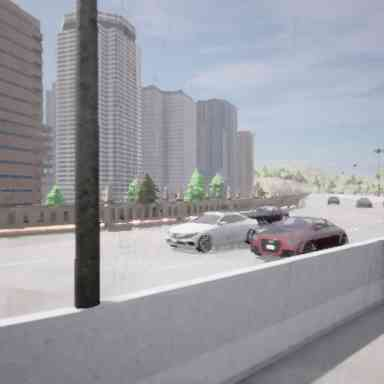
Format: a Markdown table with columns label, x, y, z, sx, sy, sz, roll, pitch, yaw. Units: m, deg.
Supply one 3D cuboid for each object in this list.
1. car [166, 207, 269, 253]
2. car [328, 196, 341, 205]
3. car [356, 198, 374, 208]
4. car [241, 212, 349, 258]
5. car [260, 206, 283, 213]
| label | x | y | z | sx | sy | sz | roll | pitch | yaw |
| --- | --- | --- | --- | --- | --- | --- | --- | --- | --- |
| car | 1.047 | 1.561 | 14.115 | 4.674 | 1.442 | 1.812 | 0 | 0 | -42 |
| car | 25.378 | 1.568 | 59.491 | 1.837 | 1.490 | 4.892 | 0 | 0 | 20 |
| car | 24.830 | 1.570 | 47.980 | 1.812 | 1.442 | 4.674 | 0 | 0 | 22 |
| car | 3.989 | 1.584 | 12.091 | 4.181 | 1.385 | 1.994 | 0 | 0 | -43 |
| car | 4.828 | 1.646 | 22.687 | 1.895 | 1.301 | 4.718 | 0 | 0 | 42 |
